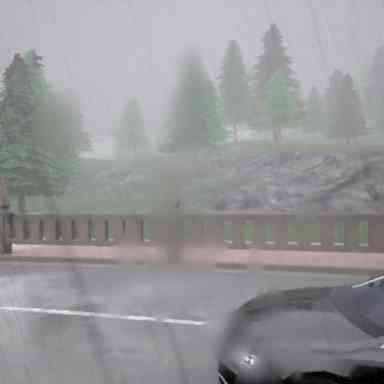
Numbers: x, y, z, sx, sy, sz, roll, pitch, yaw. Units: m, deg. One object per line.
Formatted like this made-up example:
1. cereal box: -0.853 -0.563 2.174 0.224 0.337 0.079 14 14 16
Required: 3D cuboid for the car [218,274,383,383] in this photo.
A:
1. car: 2.679 1.423 2.992 4.902 1.511 2.128 -1 0 17
